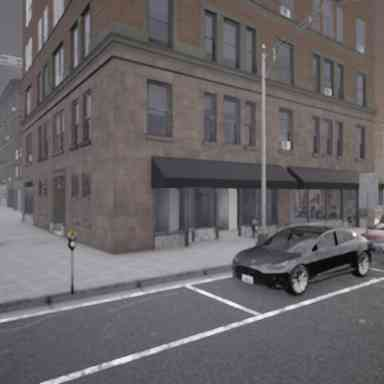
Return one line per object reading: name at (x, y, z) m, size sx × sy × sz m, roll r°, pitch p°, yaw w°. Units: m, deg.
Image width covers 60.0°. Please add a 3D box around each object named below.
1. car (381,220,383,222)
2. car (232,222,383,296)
car at (7.475, 1.614, 11.946) m, size 4.206 × 1.307 × 1.802 m, roll 0°, pitch 0°, yaw -36°
car at (3.013, 1.584, 8.727) m, size 4.313 × 1.339 × 1.947 m, roll 0°, pitch 0°, yaw -36°
